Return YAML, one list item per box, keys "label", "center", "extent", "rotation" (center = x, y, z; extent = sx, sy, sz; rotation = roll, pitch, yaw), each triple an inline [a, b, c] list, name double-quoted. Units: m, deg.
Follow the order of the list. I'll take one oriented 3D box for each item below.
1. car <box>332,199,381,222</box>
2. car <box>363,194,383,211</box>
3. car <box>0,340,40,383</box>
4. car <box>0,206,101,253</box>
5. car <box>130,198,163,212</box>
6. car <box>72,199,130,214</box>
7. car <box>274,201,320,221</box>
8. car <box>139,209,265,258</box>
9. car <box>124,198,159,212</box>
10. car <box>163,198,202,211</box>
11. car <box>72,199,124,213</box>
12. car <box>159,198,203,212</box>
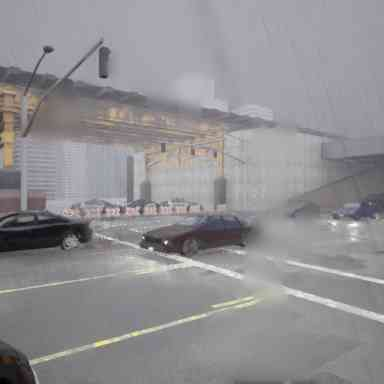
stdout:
- label: "car"
  center: [13.118, 1.525, 26.757]
  extent: [4.674, 1.442, 1.812]
  rotation: [0, 0, -40]
- label: "car"
  center: [20.555, 1.220, 36.926]
  extent: [5.566, 2.045, 2.150]
  rotation: [0, 0, -37]
- label: "car"
  center: [-3.294, 1.492, 1.421]
  extent: [4.902, 1.511, 2.128]
  rotation: [0, 0, -35]
- label: "car"
  center: [-6.281, 1.477, 12.412]
  extent: [5.008, 1.535, 1.882]
  rotation: [0, 0, -36]
- label: "car"
  center: [-5.227, 1.453, 34.795]
  extent: [2.038, 1.542, 4.974]
  rotation: [0, 0, 18]
- label: "car"
  center: [-8.967, 1.453, 32.102]
  extent: [4.974, 1.542, 2.038]
  rotation: [0, 0, 8]
- label: "car"
  center: [8.791, 1.493, 27.613]
  extent: [4.902, 1.511, 2.128]
  rotation: [0, 0, -41]
- label: "car"
  center: [0.635, 1.548, 13.059]
  extent: [5.357, 1.411, 2.033]
  rotation: [0, 0, -40]
- label: "car"
  center: [-5.211, 1.295, 34.845]
  extent: [1.853, 1.218, 4.536]
  rotation: [0, 0, 18]
- label: "car"
  center: [-1.376, 1.295, 38.556]
  extent: [4.536, 1.218, 1.853]
  rotation: [0, 0, -7]
- label: "car"
  center: [-9.018, 1.295, 32.109]
  extent: [4.536, 1.218, 1.853]
  rotation: [0, 0, 8]
- label: "car"
  center: [-1.325, 1.453, 38.563]
  extent: [4.974, 1.542, 2.038]
  rotation: [0, 0, -7]
